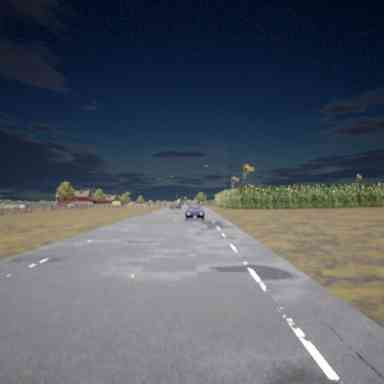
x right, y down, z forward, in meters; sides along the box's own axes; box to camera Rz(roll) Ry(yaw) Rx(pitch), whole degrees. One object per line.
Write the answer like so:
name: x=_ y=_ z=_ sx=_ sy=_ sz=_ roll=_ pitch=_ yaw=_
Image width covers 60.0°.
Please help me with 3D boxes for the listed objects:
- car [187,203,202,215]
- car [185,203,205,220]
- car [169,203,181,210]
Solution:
car: x=0.361 y=2.215 z=43.930 sx=1.837 sy=1.490 sz=4.892 roll=0 pitch=-1 yaw=1
car: x=0.295 y=2.106 z=33.449 sx=1.895 sy=1.301 sz=4.718 roll=0 pitch=-1 yaw=0
car: x=-3.143 y=2.696 z=63.425 sx=1.994 sy=1.385 sz=4.181 roll=0 pitch=-1 yaw=1
